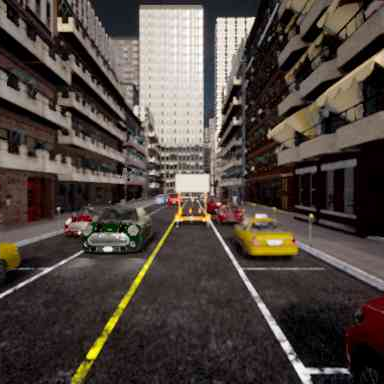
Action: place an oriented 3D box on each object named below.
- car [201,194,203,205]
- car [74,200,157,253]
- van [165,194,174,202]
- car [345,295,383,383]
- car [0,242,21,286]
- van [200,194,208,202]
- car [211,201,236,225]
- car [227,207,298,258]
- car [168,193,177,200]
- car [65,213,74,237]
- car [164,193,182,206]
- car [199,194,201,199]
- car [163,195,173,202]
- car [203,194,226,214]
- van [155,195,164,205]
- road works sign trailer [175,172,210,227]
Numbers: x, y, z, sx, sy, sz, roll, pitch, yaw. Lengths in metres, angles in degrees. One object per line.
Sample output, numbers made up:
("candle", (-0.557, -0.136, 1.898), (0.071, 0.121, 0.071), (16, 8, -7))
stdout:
("car", (2.564, 1.299, 40.162), (2.192, 1.841, 5.009), (-1, 0, 0))
("car", (-2.847, 1.348, 13.534), (2.097, 1.767, 4.553), (0, 0, 0))
("van", (-5.304, 1.304, 78.988), (1.690, 1.788, 3.998), (-1, 0, 0))
("car", (2.553, 1.315, 1.319), (2.192, 1.841, 5.009), (-1, 0, 0))
("car", (-5.323, 1.524, 6.680), (1.752, 1.417, 4.829), (-1, 0, 0))
("van", (2.574, 1.307, 73.456), (1.690, 1.788, 3.998), (-1, 0, 0))
("car", (2.563, 1.574, 23.515), (1.802, 1.307, 4.206), (-1, 0, 0))
("car", (2.559, 1.521, 12.587), (1.752, 1.417, 4.829), (-1, 0, 0))
("car", (-5.302, 1.269, 90.086), (2.192, 1.841, 5.009), (-1, 0, 0))
("car", (-5.321, 1.434, 17.948), (1.967, 1.590, 4.097), (-1, 0, 0))
("car", (-2.802, 1.198, 54.642), (2.150, 2.045, 5.566), (0, 0, 0))
("car", (2.572, 1.501, 56.979), (1.752, 1.417, 4.829), (-1, 0, 0))
("car", (-5.305, 1.406, 73.439), (1.967, 1.590, 4.097), (-1, 0, 0))
("car", (2.563, 1.302, 34.613), (2.192, 1.841, 5.009), (-1, 0, 0))
("van", (-5.311, 1.317, 56.792), (1.690, 1.788, 3.998), (-1, 0, 0))
("road works sign trailer", (0.036, 0.456, 22.765), (2.380, 3.560, 2.880), (0, 0, -1))
